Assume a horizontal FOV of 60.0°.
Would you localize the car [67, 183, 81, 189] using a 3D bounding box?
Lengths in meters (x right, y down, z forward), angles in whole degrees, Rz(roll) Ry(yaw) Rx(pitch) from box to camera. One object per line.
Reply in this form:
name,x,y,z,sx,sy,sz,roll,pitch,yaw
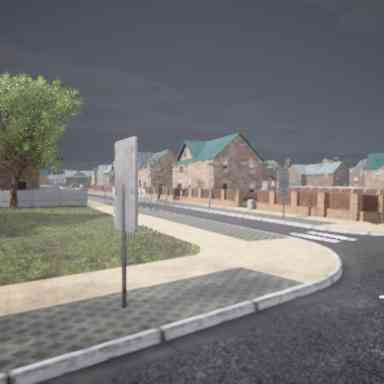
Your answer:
car,-29.250,-1.173,83.301,2.150,2.045,5.566,0,1,-27
